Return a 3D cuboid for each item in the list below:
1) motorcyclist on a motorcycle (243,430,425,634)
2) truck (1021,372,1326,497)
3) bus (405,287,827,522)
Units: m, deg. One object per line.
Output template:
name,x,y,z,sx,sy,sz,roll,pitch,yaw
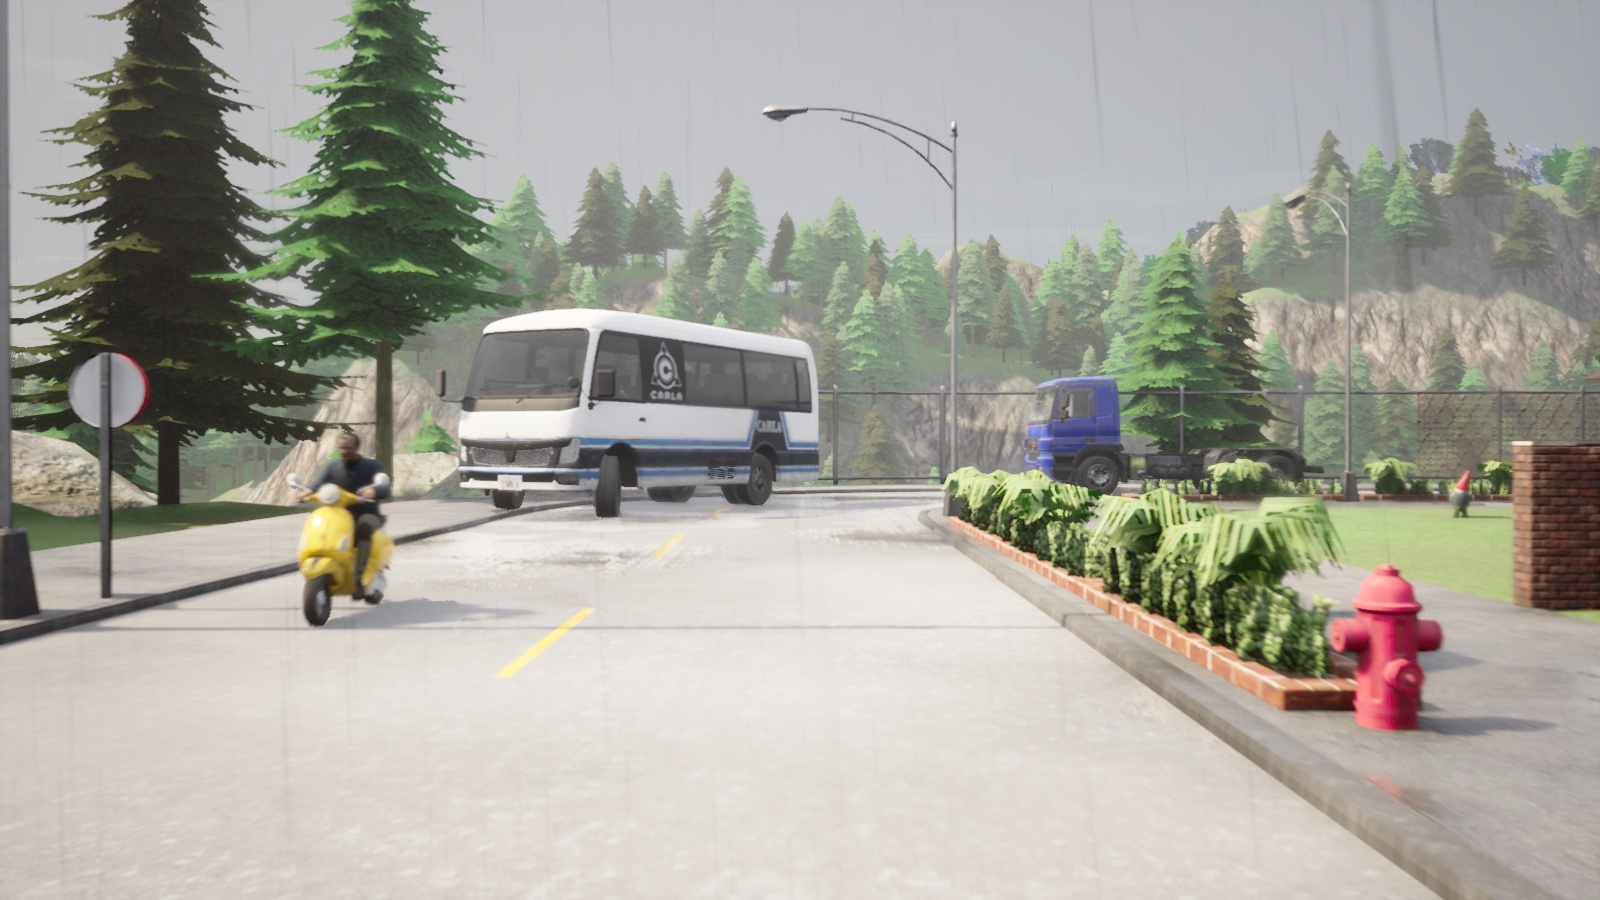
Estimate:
motorcyclist on a motorcycle,-3.923,0.636,10.746,0.866,1.590,1.817,0,0,0
truck,10.593,-0.431,36.208,7.936,3.462,2.891,0,0,0
bus,-3.537,-0.815,28.192,3.944,4.253,10.273,1,0,29
